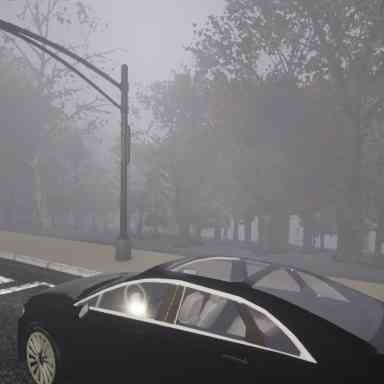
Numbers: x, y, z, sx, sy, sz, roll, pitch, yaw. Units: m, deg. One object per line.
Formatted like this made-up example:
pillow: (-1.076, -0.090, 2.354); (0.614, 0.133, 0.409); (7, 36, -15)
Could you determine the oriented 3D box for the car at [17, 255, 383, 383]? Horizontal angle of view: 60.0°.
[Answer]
car: (0.017, 1.491, 3.688); (4.902, 1.511, 2.128); (0, 0, 34)
